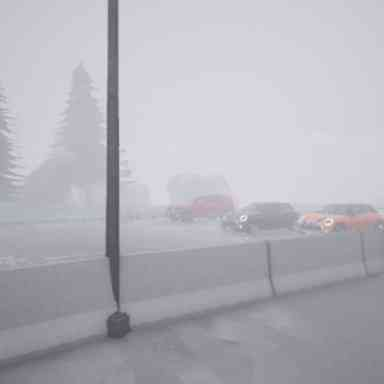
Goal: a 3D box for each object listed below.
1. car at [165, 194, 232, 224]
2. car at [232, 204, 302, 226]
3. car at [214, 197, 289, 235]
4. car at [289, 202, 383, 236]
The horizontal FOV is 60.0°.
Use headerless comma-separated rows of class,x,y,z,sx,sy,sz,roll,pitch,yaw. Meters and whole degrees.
car,0.734,1.191,24.922,5.566,2.045,2.150,0,0,-30
car,5.346,1.578,23.488,4.718,1.301,1.895,0,0,-29
car,3.875,1.333,18.611,4.553,1.767,2.097,0,0,-30
car,7.435,1.340,16.618,4.553,1.767,2.097,0,0,-29
